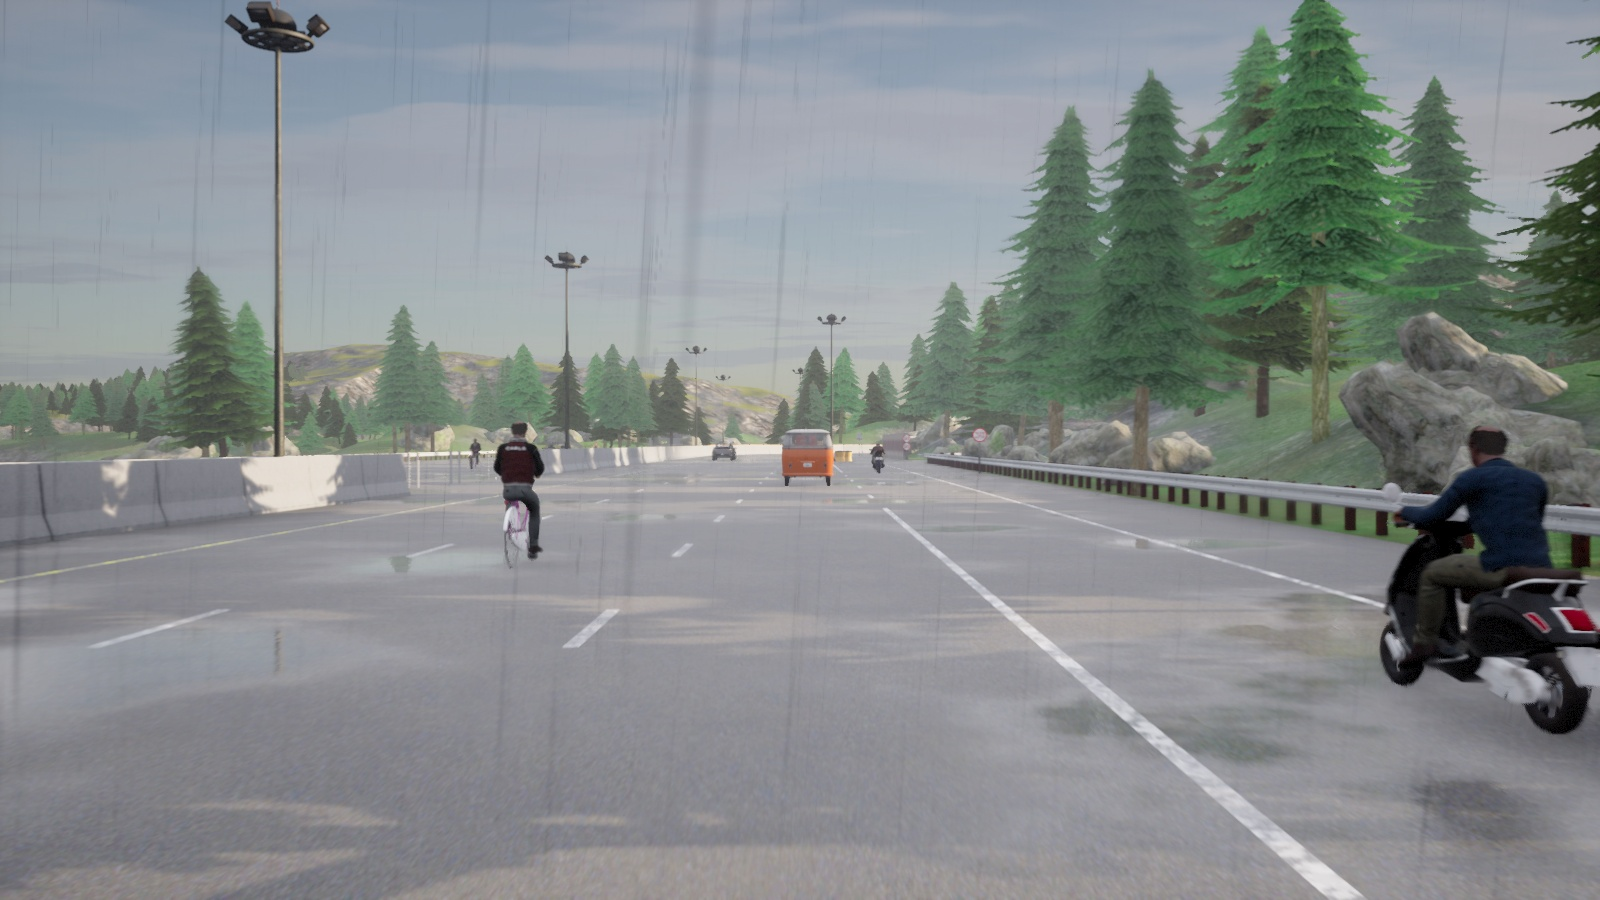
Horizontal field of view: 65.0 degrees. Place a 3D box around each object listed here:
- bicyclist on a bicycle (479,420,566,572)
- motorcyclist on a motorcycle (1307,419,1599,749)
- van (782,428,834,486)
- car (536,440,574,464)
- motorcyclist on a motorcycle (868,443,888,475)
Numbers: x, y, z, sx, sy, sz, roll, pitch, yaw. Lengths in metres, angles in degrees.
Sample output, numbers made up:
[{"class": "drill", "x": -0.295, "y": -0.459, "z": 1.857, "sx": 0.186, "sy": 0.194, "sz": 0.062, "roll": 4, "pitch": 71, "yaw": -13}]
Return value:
[{"class": "bicyclist on a bicycle", "x": -3.395, "y": 0.527, "z": 15.520, "sx": 0.659, "sy": 1.776, "sz": 1.843, "roll": 0, "pitch": 1, "yaw": 0}, {"class": "motorcyclist on a motorcycle", "x": 3.746, "y": 0.663, "z": 7.048, "sx": 0.866, "sy": 1.590, "sz": 1.817, "roll": 2, "pitch": 0, "yaw": -6}, {"class": "van", "x": 0.276, "y": 0.243, "z": 45.315, "sx": 1.775, "sy": 1.987, "sz": 4.442, "roll": 0, "pitch": 0, "yaw": 0}, {"class": "car", "x": -16.987, "y": 0.139, "z": 87.310, "sx": 1.851, "sy": 1.617, "sz": 3.988, "roll": 0, "pitch": 0, "yaw": 0}, {"class": "motorcyclist on a motorcycle", "x": 3.876, "y": 0.433, "z": 62.464, "sx": 0.866, "sy": 1.530, "sz": 2.191, "roll": 0, "pitch": 0, "yaw": 0}]
